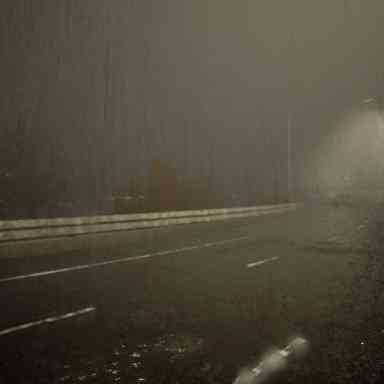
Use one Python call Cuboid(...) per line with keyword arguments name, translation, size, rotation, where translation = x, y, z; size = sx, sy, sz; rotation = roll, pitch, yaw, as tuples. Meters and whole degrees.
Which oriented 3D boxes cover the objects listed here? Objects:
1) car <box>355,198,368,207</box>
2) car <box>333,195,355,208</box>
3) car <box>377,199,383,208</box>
Cuboid(name="car", translation=(28.516, 1.749, 56.689), size=(1.837, 1.490, 4.892), rotation=(0, -2, 14))
Cuboid(name="car", translation=(24.201, 1.444, 53.688), size=(2.150, 2.045, 5.566), rotation=(0, 0, 16))
Cuboid(name="car", translation=(31.326, 1.784, 53.614), size=(1.812, 1.442, 4.674), rotation=(0, -1, 15))
